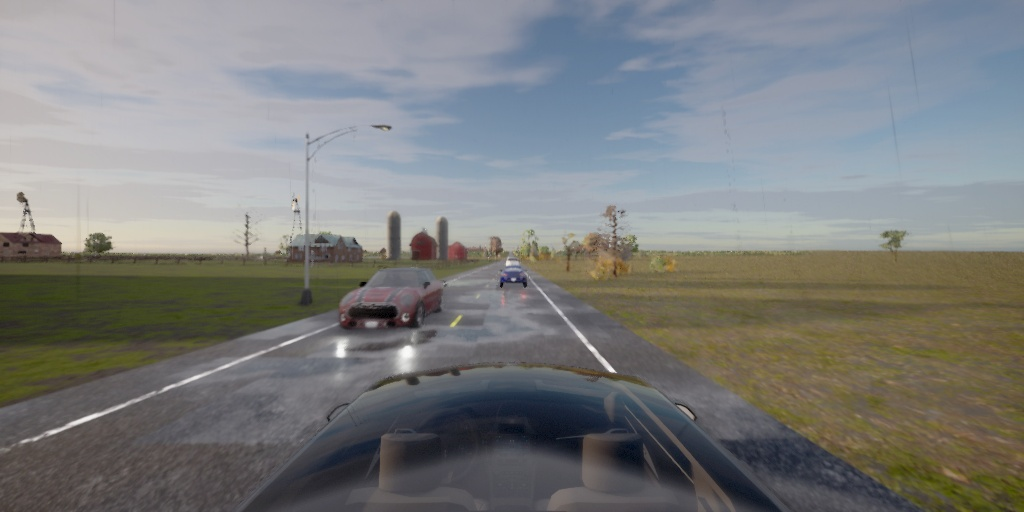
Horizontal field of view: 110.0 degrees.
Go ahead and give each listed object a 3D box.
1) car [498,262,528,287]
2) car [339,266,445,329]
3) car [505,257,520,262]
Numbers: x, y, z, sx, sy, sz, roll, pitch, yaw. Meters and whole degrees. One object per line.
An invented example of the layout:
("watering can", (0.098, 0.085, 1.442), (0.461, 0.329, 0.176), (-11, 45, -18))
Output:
("car", (0.099, 1.411, 26.015), (1.812, 1.442, 4.674), (0, 0, 0))
("car", (-3.548, 1.156, 11.366), (2.097, 1.767, 4.553), (0, 0, 0))
("car", (0.096, 1.274, 59.062), (2.150, 2.045, 5.566), (0, -1, 0))
